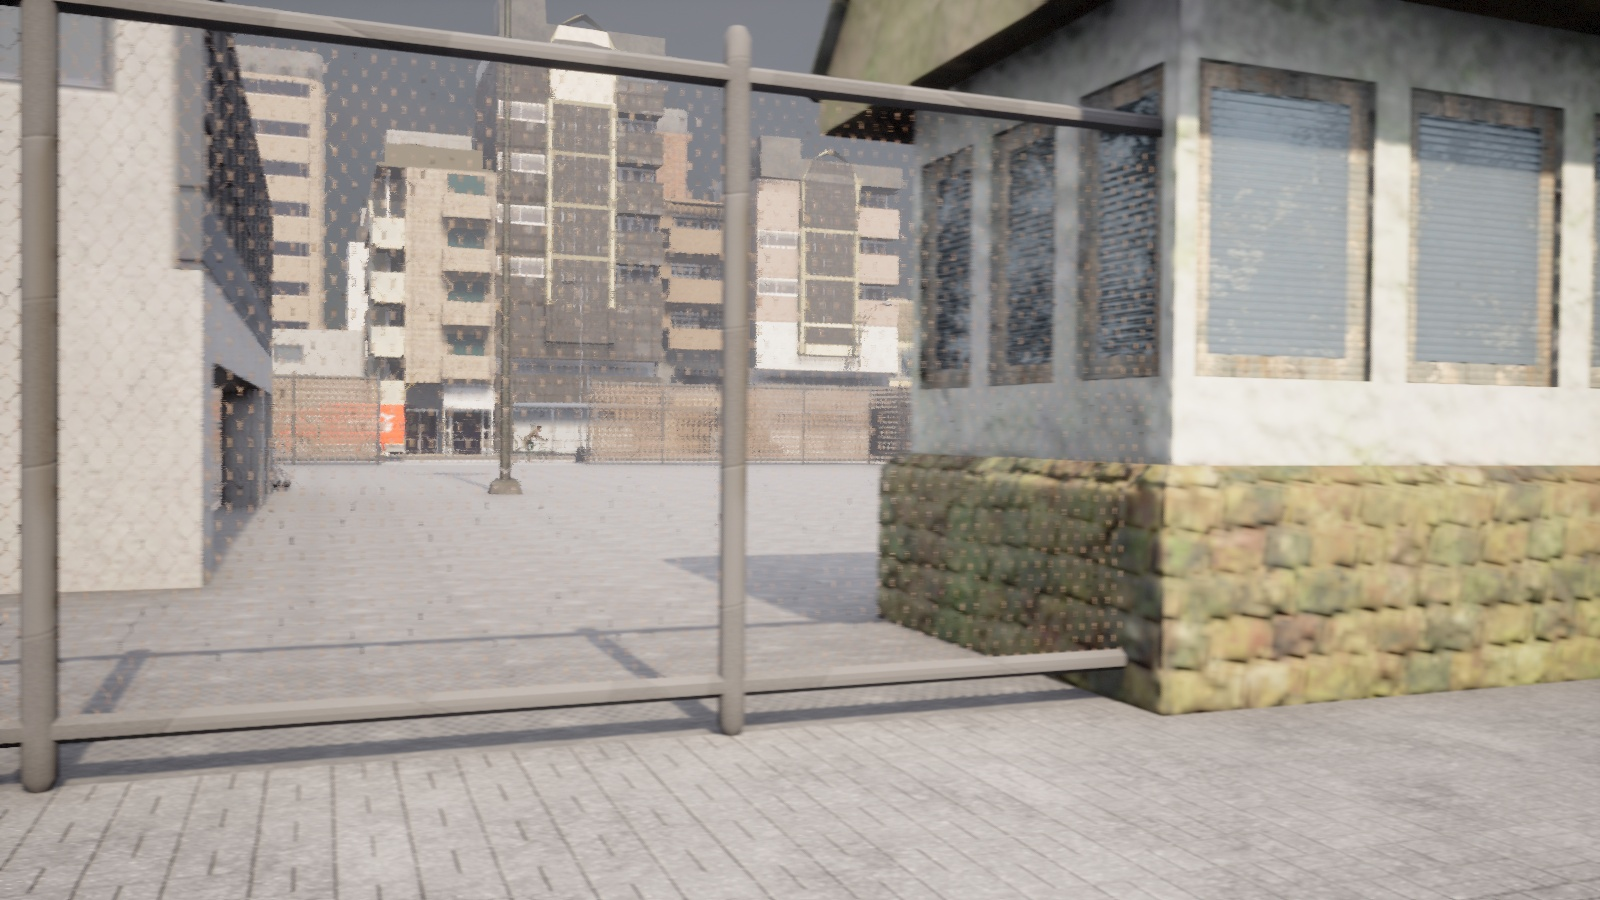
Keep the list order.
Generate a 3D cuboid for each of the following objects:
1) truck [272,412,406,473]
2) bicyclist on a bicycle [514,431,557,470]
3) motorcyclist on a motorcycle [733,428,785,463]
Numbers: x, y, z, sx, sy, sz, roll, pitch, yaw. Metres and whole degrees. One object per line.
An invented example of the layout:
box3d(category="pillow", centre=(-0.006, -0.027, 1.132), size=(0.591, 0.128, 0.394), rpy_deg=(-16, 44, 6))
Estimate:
box3d(category="truck", centre=(-19.645, -0.349, 53.593), size=(5.204, 2.467, 2.627), rpy_deg=(-1, 1, -21))
box3d(category="bicyclist on a bicycle", centre=(-11.075, 0.010, 52.589), size=(1.656, 1.620, 0.582), rpy_deg=(-1, 1, -21))
box3d(category="motorcyclist on a motorcycle", centre=(-1.980, -0.223, 60.336), size=(2.350, 1.649, 0.766), rpy_deg=(-1, 1, -19))
